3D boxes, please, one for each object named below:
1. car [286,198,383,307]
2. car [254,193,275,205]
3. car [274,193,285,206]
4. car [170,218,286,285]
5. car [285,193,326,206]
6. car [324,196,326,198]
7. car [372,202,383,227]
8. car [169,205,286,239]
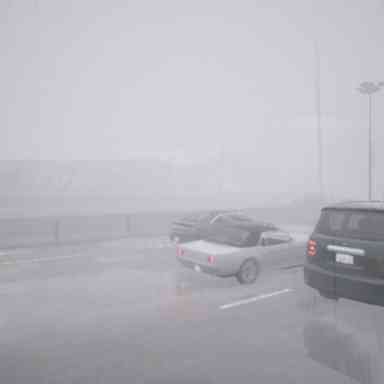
[{"bbox_3d":[4.765,1.206,7.165,5.566,2.045,2.150,0,0,-35],"label":"car"},{"bbox_3d":[11.157,1.149,46.494,5.566,2.045,2.150,0,0,-37],"label":"car"},{"bbox_3d":[13.479,1.274,43.912,4.553,1.767,2.097,0,0,-38],"label":"car"},{"bbox_3d":[1.956,1.586,9.465,4.718,1.301,1.895,0,0,-35],"label":"car"},{"bbox_3d":[14.077,1.149,39.945,5.566,2.045,2.150,0,0,-37],"label":"car"},{"bbox_3d":[17.572,1.427,38.237,4.892,1.490,1.837,0,0,-38],"label":"car"},{"bbox_3d":[14.433,1.454,22.657,4.892,1.490,1.837,-1,0,-35],"label":"car"},{"bbox_3d":[1.430,1.474,13.383,4.902,1.511,2.128,0,0,-35],"label":"car"}]
